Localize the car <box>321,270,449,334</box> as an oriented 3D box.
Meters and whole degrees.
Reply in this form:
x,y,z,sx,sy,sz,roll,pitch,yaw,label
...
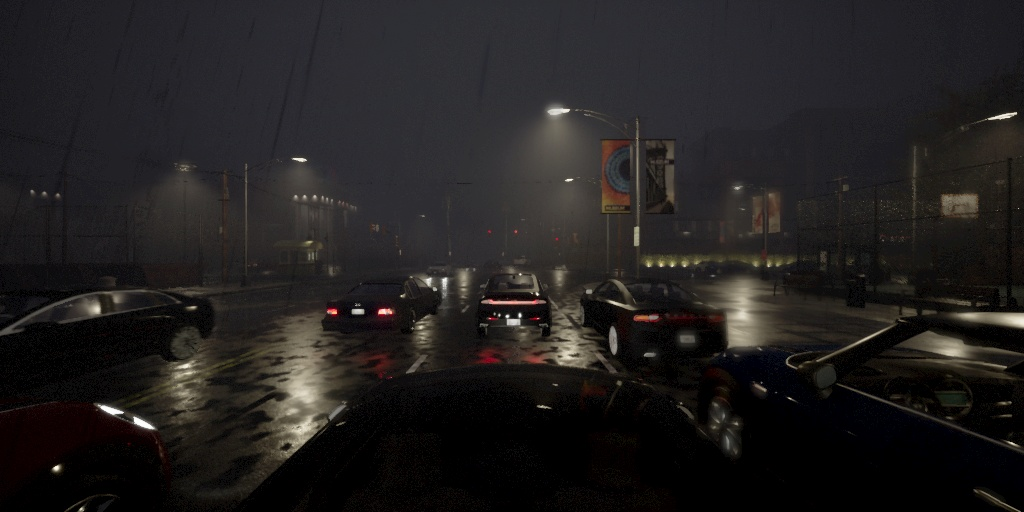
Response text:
x,y,z,sx,sy,sz,roll,pitch,yaw,label
-3.442,1.297,10.566,2.033,1.411,5.357,0,0,0,car

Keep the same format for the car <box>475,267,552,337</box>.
x,y,z,sx,sy,sz,roll,pitch,yaw,label
0.056,1.242,10.302,2.128,1.511,4.902,0,0,0,car

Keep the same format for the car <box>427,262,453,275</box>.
x,y,z,sx,sy,sz,roll,pitch,yaw,label
-7.099,1.275,35.449,1.812,1.442,4.674,0,0,0,car

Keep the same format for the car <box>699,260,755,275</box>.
x,y,z,sx,sy,sz,roll,pitch,yaw,label
23.740,1.228,39.168,5.008,1.535,1.882,0,0,0,car

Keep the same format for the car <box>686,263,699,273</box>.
x,y,z,sx,sy,sz,roll,pitch,yaw,label
23.232,1.276,42.645,4.674,1.442,1.812,0,0,-1,car

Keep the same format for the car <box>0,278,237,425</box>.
x,y,z,sx,sy,sz,roll,pitch,yaw,label
-7.101,1.241,5.431,2.128,1.511,4.902,0,0,0,car

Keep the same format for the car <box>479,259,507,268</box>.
x,y,z,sx,sy,sz,roll,pitch,yaw,label
-2.798,1.241,51.564,2.128,1.511,4.902,0,0,-17,car

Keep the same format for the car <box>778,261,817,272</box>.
x,y,z,sx,sy,sz,roll,pitch,yaw,label
34.445,1.276,42.748,4.674,1.442,1.812,0,0,0,car

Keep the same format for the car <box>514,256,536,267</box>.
x,y,z,sx,sy,sz,roll,pitch,yaw,label
2.026,0.971,64.712,2.150,2.045,5.566,0,0,19,car

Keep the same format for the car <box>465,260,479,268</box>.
x,y,z,sx,sy,sz,roll,pitch,yaw,label
-6.255,1.297,60.637,2.033,1.411,5.357,0,0,12,car

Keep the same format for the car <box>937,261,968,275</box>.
x,y,z,sx,sy,sz,roll,pitch,yaw,label
45.168,1.241,35.769,4.902,1.511,2.128,0,0,-1,car

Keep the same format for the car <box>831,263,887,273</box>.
x,y,z,sx,sy,sz,roll,pitch,yaw,label
38.019,1.297,39.266,5.357,1.411,2.033,0,0,0,car

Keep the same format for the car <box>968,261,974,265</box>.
x,y,z,sx,sy,sz,roll,pitch,yaw,label
45.200,1.297,32.269,5.357,1.411,2.033,0,0,-1,car

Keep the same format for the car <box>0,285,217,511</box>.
x,y,z,sx,sy,sz,roll,pitch,yaw,label
-3.403,1.102,0.561,2.097,1.767,4.553,0,0,0,car
